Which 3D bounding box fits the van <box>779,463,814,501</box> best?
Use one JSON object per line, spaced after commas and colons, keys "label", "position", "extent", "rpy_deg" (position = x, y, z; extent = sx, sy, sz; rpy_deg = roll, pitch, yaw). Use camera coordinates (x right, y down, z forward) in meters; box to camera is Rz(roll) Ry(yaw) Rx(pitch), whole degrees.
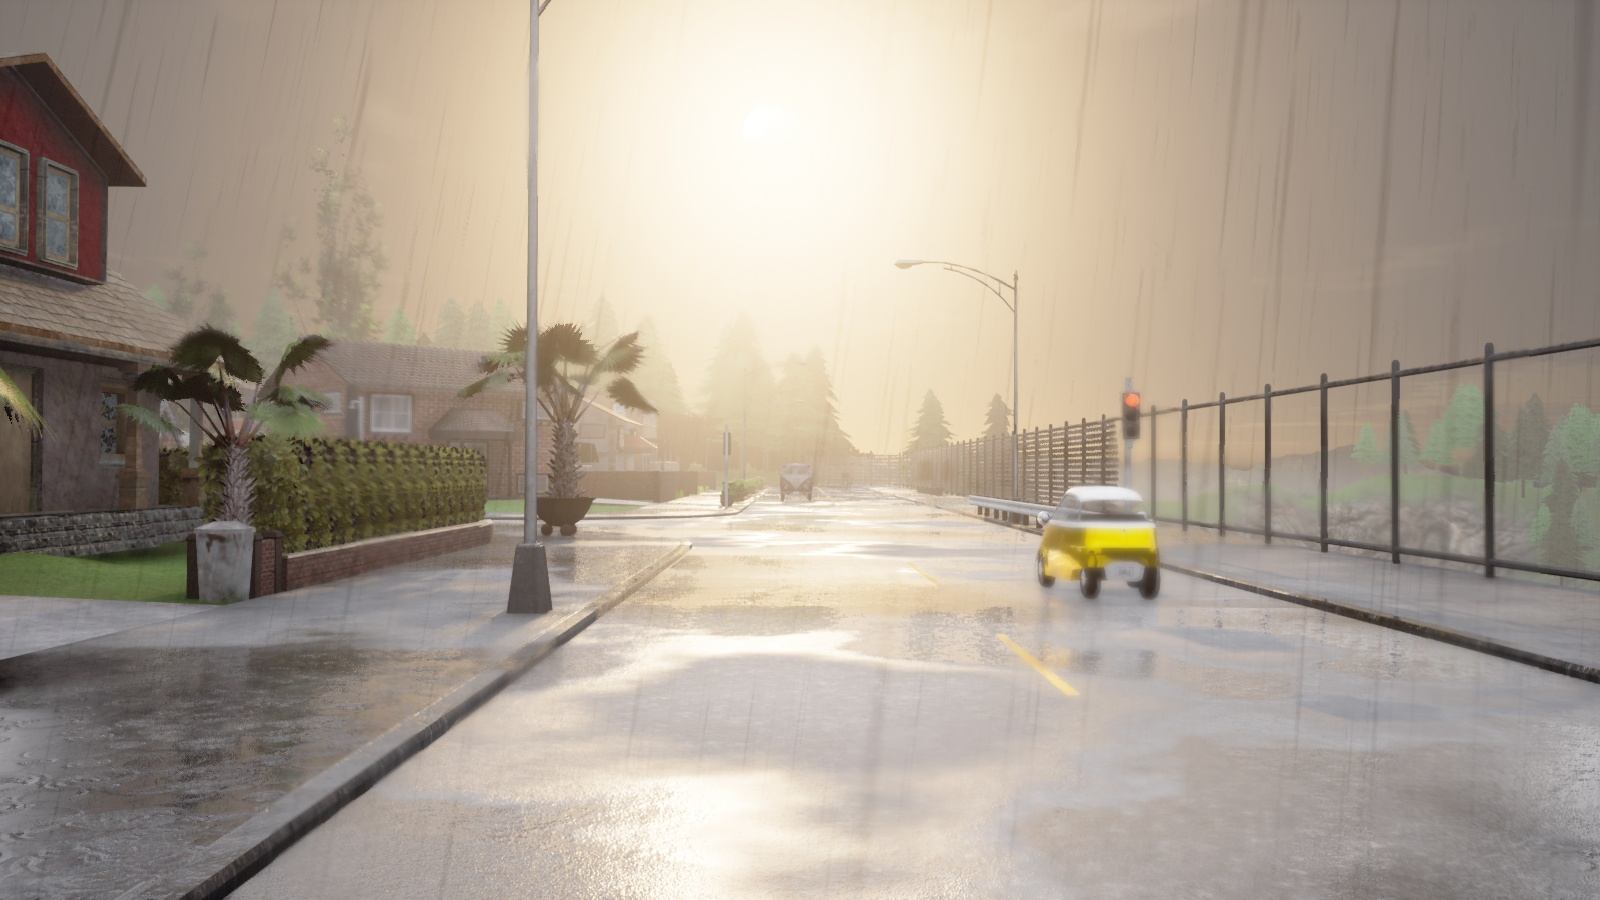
{"label": "van", "position": [-0.191, 1.705, 67.887], "extent": [1.775, 1.987, 4.442], "rpy_deg": [0, -1, 0]}

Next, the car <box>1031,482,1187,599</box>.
{"label": "car", "position": [3.959, 1.128, 16.375], "extent": [1.481, 1.376, 2.207], "rpy_deg": [0, -1, 0]}
